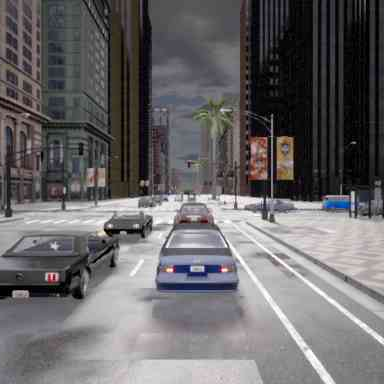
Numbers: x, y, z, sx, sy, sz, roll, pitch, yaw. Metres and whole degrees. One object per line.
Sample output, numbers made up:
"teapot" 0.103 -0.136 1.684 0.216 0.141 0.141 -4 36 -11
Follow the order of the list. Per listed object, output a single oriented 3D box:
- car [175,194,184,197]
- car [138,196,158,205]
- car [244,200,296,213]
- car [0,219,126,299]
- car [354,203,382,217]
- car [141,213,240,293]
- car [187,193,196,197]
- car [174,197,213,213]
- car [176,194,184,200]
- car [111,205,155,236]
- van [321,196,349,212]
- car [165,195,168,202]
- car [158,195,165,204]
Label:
"car" -3.300 1.509 80.429 1.812 1.442 4.674 0 0 0
"car" -6.621 1.346 48.840 2.097 1.767 4.553 0 0 0
"car" 8.305 1.528 35.848 5.357 1.411 2.033 0 0 5
"car" -3.154 1.599 8.362 1.895 1.301 4.718 0 0 0
"car" 17.053 1.544 29.648 4.403 1.369 2.008 0 0 0
"car" 0.097 1.546 8.991 2.033 1.411 5.357 0 0 0
"car" -0.050 1.525 80.432 2.033 1.411 5.357 0 0 0
"car" 0.108 1.349 18.435 2.097 1.767 4.553 0 0 0
"car" -3.306 1.302 90.433 1.882 1.535 5.008 0 0 0
"car" -3.165 1.598 17.530 1.895 1.301 4.718 0 0 0
"van" 17.043 1.309 38.172 3.998 1.788 1.690 0 0 0
"car" -6.549 1.470 77.004 1.882 1.535 5.008 0 0 0
"car" -6.597 1.499 61.729 1.837 1.490 4.892 0 0 0
